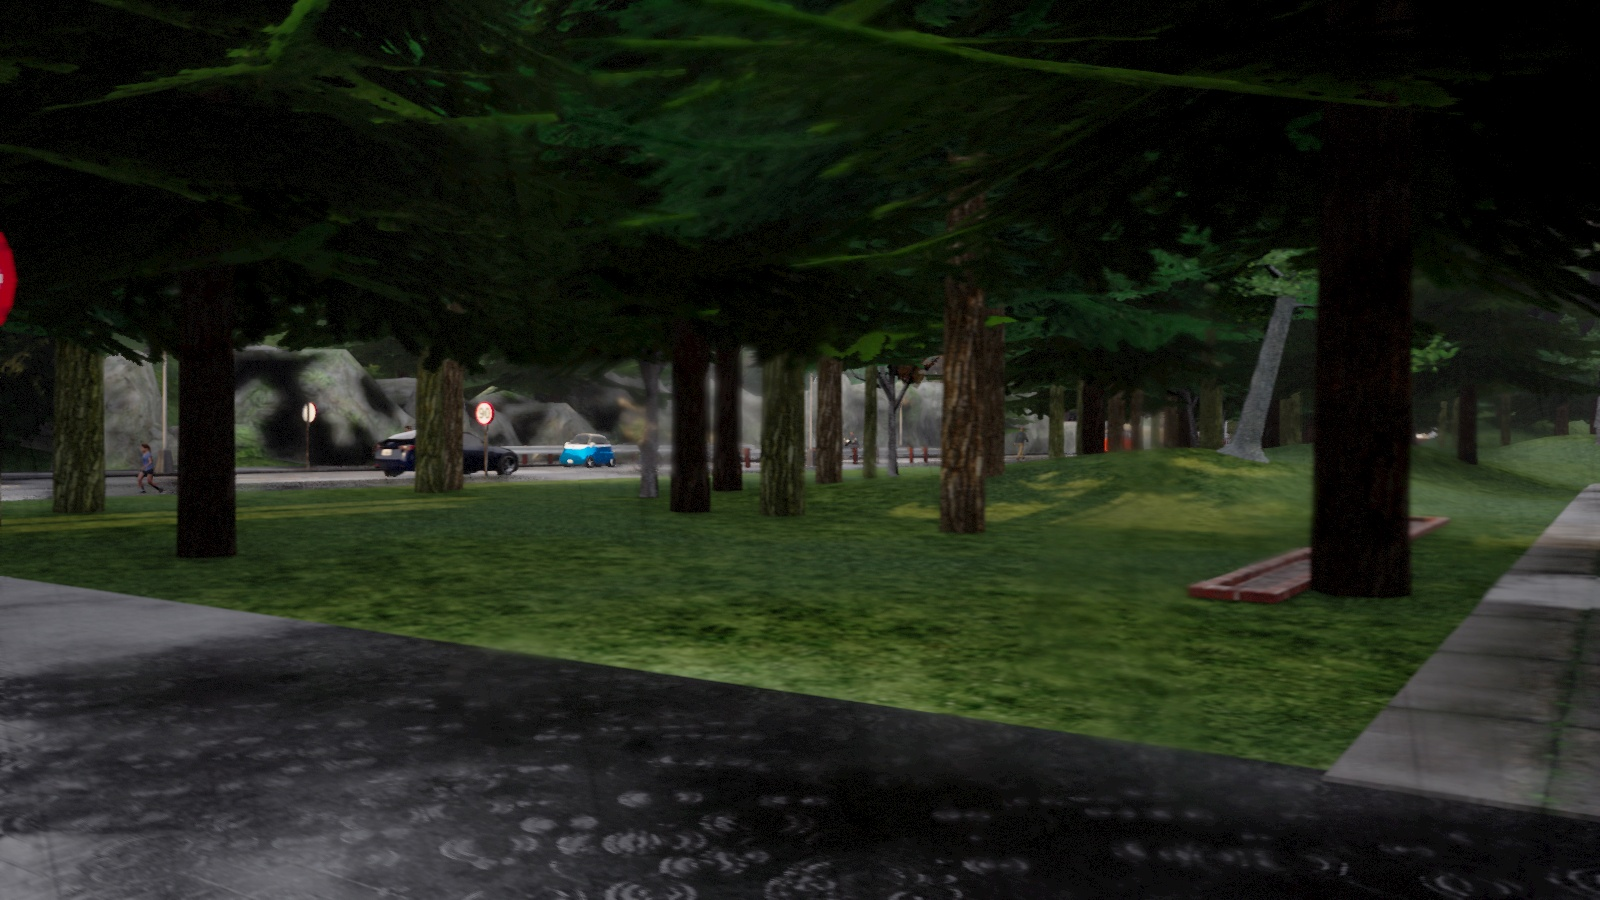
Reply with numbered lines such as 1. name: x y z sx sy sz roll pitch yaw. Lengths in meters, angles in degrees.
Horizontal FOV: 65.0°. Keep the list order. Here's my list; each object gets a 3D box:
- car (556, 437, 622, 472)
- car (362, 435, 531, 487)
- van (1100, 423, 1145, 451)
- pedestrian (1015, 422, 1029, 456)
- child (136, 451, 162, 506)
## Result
1. car: -8.431 0.176 50.299 1.481 1.376 2.207 0 1 33
2. car: -10.936 0.295 39.187 2.163 1.488 4.792 0 1 33
3. van: 23.481 -0.975 91.372 1.775 1.987 4.442 0 1 34
4. pedestrian: 11.869 -0.583 67.162 0.402 1.842 0.726 0 1 41
5. child: -13.500 0.588 26.055 0.255 1.110 0.394 0 1 32
